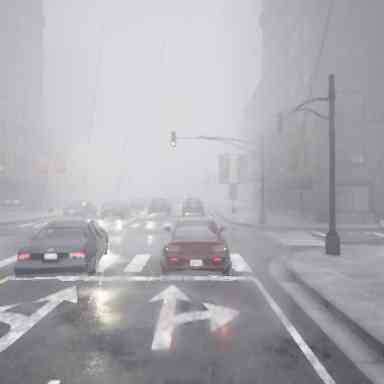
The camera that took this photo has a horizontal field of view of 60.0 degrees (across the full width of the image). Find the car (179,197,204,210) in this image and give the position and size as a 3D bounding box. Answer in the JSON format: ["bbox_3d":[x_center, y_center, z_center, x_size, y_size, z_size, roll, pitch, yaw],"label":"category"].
[{"bbox_3d":[0.102,1.348,33.622,2.097,1.767,4.553,0,0,0],"label":"car"}]

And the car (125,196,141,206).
[{"bbox_3d":[-9.794,1.490,55.803,1.837,1.490,4.892,0,0,1],"label":"car"}]

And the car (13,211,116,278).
[{"bbox_3d":[-3.689,1.547,10.250,2.033,1.411,5.357,0,0,-9],"label":"car"}]

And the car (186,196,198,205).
[{"bbox_3d":[0.006,1.528,60.653,2.033,1.411,5.357,0,0,0],"label":"car"}]

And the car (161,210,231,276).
[{"bbox_3d":[0.101,1.524,10.263,1.812,1.442,4.674,0,0,0],"label":"car"}]

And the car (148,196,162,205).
[{"bbox_3d":[-6.524,1.458,59.740,1.882,1.535,5.008,0,0,1],"label":"car"}]

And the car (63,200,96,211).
[{"bbox_3d":[-9.842,1.488,29.545,2.128,1.511,4.902,0,0,0],"label":"car"}]

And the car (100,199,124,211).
[{"bbox_3d":[-9.828,1.556,41.237,1.994,1.385,4.181,0,0,0],"label":"car"}]

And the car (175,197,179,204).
[{"bbox_3d":[-3.239,1.544,61.491,1.994,1.385,4.181,0,0,0],"label":"car"}]

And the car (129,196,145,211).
[{"bbox_3d":[-6.582,1.470,41.175,1.882,1.535,5.008,0,0,0],"label":"car"}]

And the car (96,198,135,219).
[{"bbox_3d":[-6.592,1.523,29.166,1.812,1.442,4.674,0,0,0],"label":"car"}]

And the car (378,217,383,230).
[{"bbox_3d":[12.944,1.584,18.310,4.902,1.511,2.128,0,-1,1],"label":"car"}]

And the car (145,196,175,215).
[{"bbox_3d":[-3.148,1.348,33.561,2.097,1.767,4.553,0,0,0],"label":"car"}]
